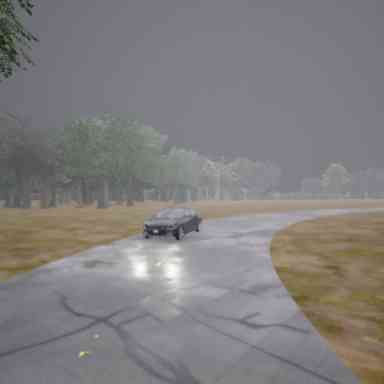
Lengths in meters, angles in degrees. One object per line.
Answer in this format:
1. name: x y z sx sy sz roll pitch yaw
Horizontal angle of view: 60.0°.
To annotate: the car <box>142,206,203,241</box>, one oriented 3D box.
1. car: -0.873 1.505 17.349 1.882 1.535 5.008 -1 0 18
